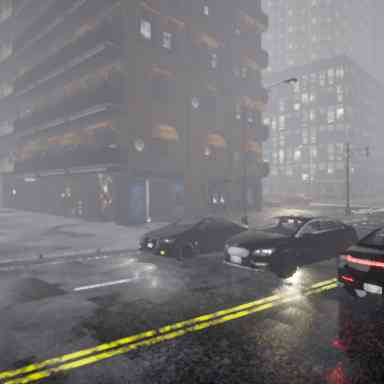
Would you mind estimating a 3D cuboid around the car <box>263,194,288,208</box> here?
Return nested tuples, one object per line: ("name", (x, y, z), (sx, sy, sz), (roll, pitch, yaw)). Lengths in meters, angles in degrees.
("car", (8.070, 1.075, 38.051), (4.829, 1.417, 1.752), (1, 0, 44))

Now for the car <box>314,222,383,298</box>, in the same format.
("car", (5.086, 1.456, 7.217), (4.902, 1.511, 2.128), (0, 0, -37))

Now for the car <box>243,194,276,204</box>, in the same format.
("car", (9.720, 0.952, 48.155), (4.313, 1.339, 1.947), (1, 0, 43))

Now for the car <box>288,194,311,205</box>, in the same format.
("car", (13.662, 0.905, 44.529), (4.097, 1.590, 1.967), (1, 0, 44))

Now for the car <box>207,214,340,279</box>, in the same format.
("car", (3.097, 1.457, 10.021), (4.902, 1.511, 2.128), (0, 0, -37))

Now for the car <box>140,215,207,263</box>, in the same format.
("car", (0.252, 1.535, 11.961), (4.181, 1.385, 1.994), (0, 0, -36))
